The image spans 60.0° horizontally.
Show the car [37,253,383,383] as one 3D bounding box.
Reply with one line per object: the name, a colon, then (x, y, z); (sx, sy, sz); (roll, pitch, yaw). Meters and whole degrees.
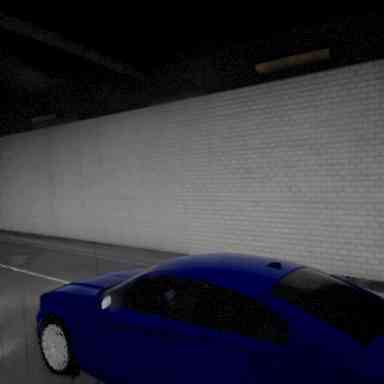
car: (0.173, 1.478, 3.869); (5.008, 1.535, 1.882); (0, 0, 36)
